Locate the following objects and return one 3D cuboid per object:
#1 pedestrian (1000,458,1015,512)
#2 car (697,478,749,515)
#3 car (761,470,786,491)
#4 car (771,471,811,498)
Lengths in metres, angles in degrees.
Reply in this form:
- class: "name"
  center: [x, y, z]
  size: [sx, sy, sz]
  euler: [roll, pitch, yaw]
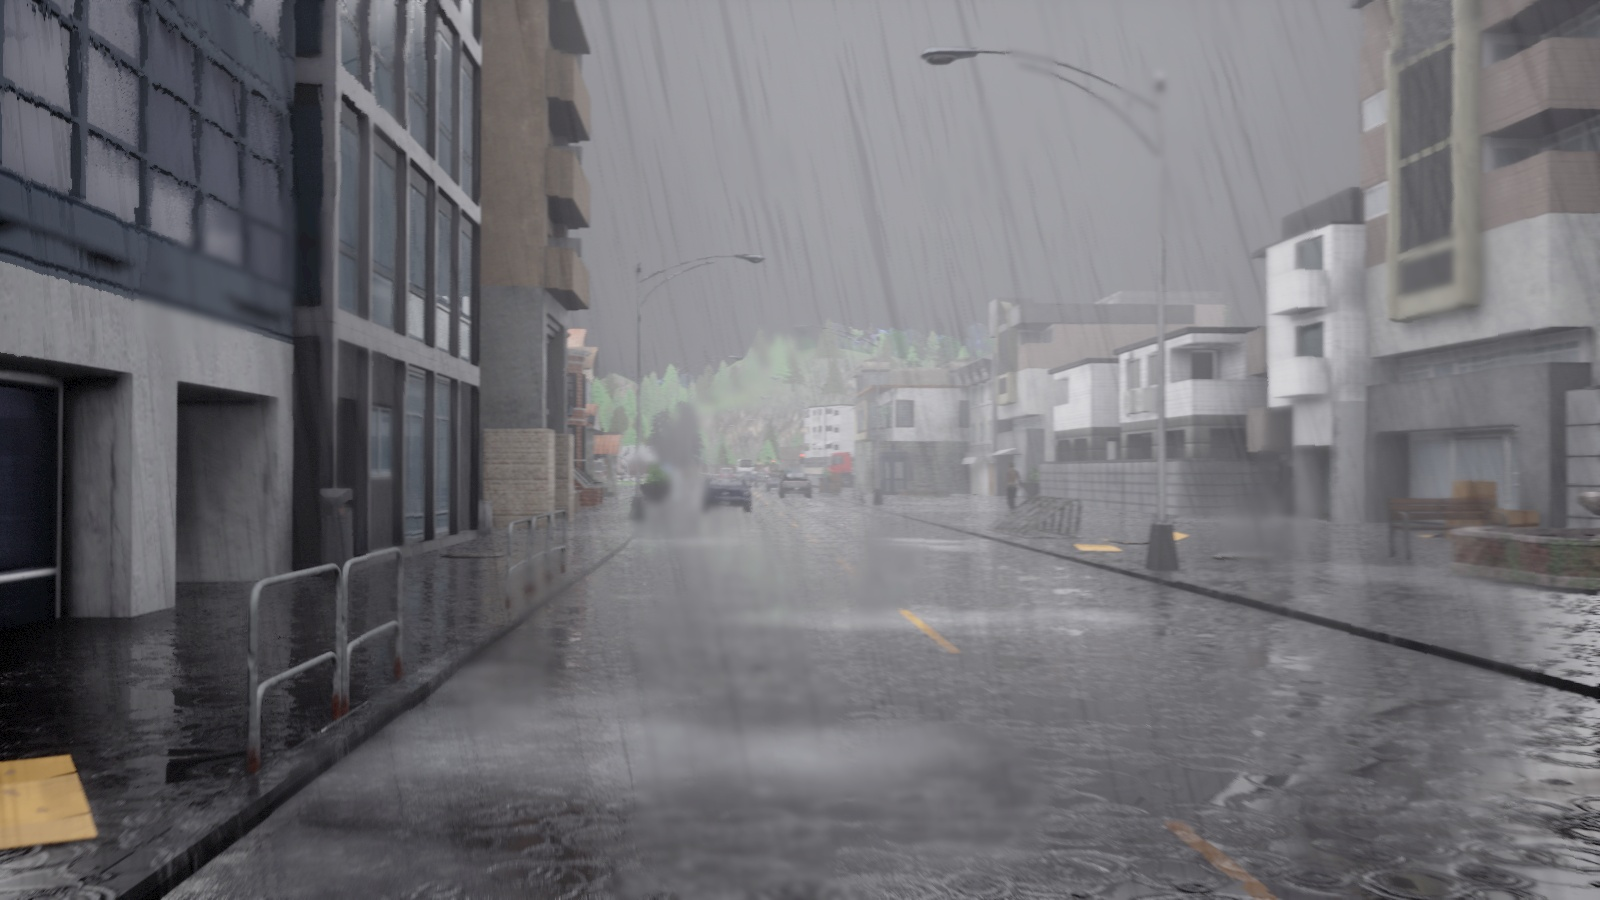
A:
- class: "pedestrian"
  center: [7.085, 1.198, 42.867]
  size: [0.331, 1.846, 0.634]
  euler: [0, -1, -5]
- class: "car"
  center: [-2.951, 1.741, 48.078]
  size: [1.895, 1.301, 4.718]
  euler: [0, -1, -4]
- class: "car"
  center: [-2.077, 2.376, 98.321]
  size: [1.851, 1.617, 3.988]
  euler: [0, -1, -3]
- class: "car"
  center: [-0.575, 2.021, 74.299]
  size: [2.128, 1.511, 4.902]
  euler: [0, -1, -4]
